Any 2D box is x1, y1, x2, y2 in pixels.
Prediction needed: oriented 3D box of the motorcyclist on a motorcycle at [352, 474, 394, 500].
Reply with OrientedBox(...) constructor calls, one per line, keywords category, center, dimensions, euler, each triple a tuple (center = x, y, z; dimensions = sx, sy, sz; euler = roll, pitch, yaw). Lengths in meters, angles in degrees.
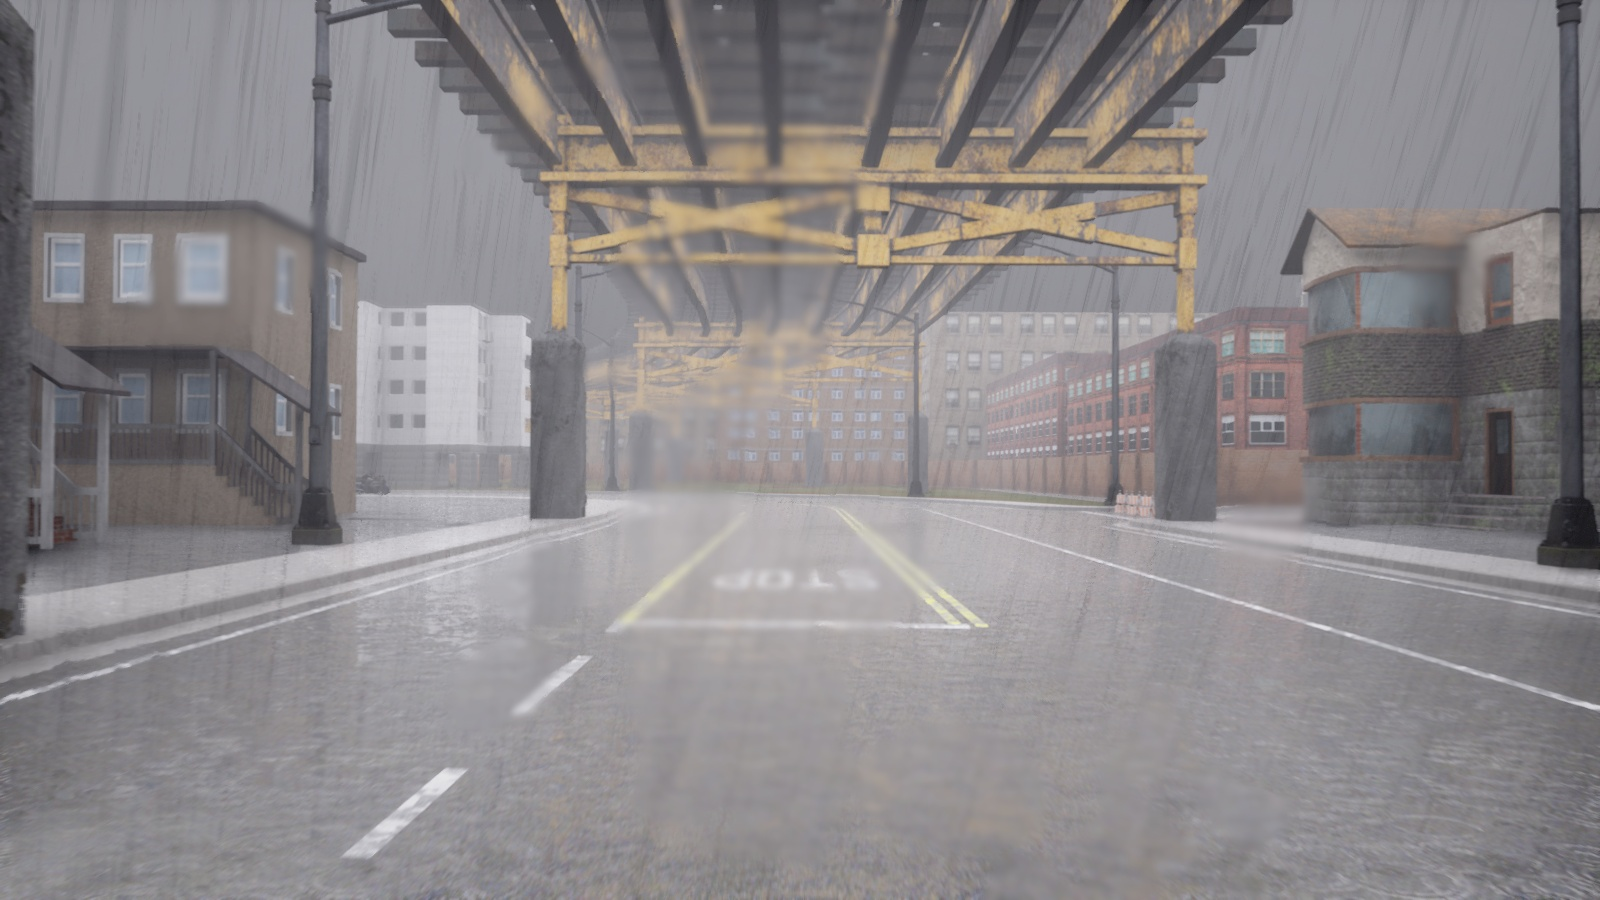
OrientedBox(category="motorcyclist on a motorcycle", center=(-25.383, 2.201, 74.610), dimensions=(2.191, 1.530, 0.866), euler=(0, -1, -1))
